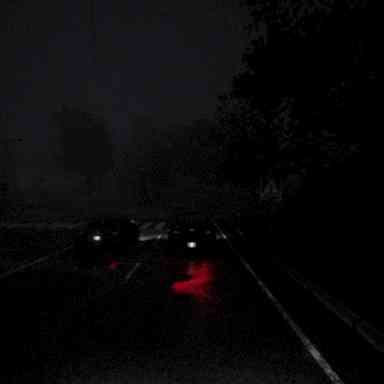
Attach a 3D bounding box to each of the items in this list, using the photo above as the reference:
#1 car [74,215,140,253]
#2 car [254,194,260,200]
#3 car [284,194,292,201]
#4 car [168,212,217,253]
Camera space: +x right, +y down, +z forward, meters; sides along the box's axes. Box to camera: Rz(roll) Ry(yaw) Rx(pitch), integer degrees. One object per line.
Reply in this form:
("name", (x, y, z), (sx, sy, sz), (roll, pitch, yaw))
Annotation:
("car", (-3.498, 1.686, 14.295), (1.994, 1.385, 4.181), (0, 0, 0))
("car", (16.016, 1.164, 76.422), (1.812, 1.442, 4.674), (-1, 1, -23))
("car", (20.612, 1.149, 72.733), (1.994, 1.385, 4.181), (0, 1, -15))
("car", (0.002, 1.629, 14.296), (1.837, 1.490, 4.892), (0, 0, 0))
